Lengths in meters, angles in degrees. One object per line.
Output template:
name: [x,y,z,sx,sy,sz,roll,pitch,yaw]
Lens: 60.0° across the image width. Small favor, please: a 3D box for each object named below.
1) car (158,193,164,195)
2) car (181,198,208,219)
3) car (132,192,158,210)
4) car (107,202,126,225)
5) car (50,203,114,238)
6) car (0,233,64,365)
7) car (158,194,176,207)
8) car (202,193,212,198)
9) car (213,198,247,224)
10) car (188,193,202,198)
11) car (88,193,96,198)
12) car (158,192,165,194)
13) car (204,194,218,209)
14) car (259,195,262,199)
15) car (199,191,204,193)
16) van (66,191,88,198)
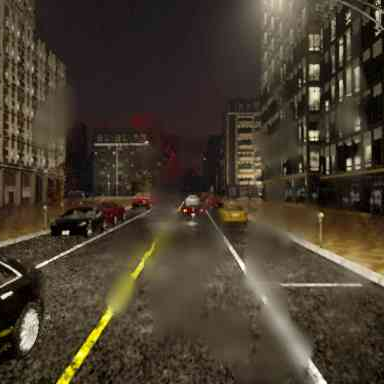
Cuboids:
car: [-5.684,1.209,49.820,1.887,1.381,4.507,1,0,0]
car: [0.096,1.416,27.206,1.895,1.301,4.718,0,0,0]
car: [-5.678,1.052,38.927,2.192,1.841,5.009,1,0,0]
car: [-5.680,1.391,22.592,1.887,1.381,4.507,1,0,0]
car: [-5.680,1.449,17.147,1.947,1.339,4.313,1,0,0]
car: [-3.101,1.483,3.111,1.837,1.490,4.892,0,0,0]
car: [-3.097,1.303,44.139,1.895,1.301,4.718,0,0,0]
car: [2.698,1.225,44.571,1.752,1.417,4.829,1,0,0]
car: [2.701,1.370,22.812,1.752,1.417,4.829,1,0,0]
car: [0.094,1.226,44.423,1.812,1.442,4.674,0,1,0]
car: [-26.274,1.012,83.362,4.313,1.339,1.947,0,-1,0]
car: [-5.754,0.907,60.706,2.192,1.841,5.009,1,0,0]
car: [2.698,1.281,38.961,1.887,1.381,4.507,1,0,0]
car: [17.272,1.066,75.078,4.206,1.307,1.802,0,-1,0]
car: [2.773,0.907,60.714,2.192,1.841,5.009,1,0,0]
van: [-26.254,0.688,74.985,3.998,1.788,1.690,0,-1,0]
